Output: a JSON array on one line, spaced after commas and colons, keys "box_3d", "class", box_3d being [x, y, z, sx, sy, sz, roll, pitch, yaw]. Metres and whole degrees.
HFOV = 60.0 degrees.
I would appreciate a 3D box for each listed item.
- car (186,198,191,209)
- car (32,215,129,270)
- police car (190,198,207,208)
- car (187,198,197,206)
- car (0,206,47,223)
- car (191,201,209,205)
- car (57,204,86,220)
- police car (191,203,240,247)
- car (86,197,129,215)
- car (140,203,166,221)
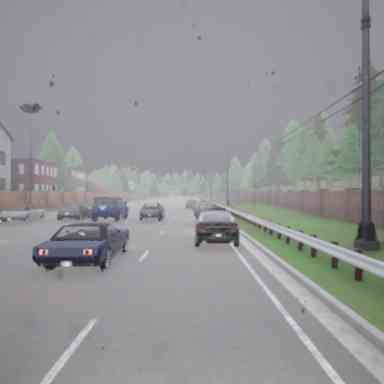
[{"box_3d": [0.022, 1.892, 51.333, 1.994, 1.385, 4.181, 0, 0, 0], "class": "car"}, {"box_3d": [-3.394, 1.674, 11.226, 1.895, 1.301, 4.718, 0, 0, 0], "class": "car"}, {"box_3d": [1.063, 1.628, 31.762, 1.930, 1.638, 5.238, 0, 0, 0], "class": "police car"}, {"box_3d": [0.028, 1.901, 66.392, 1.882, 1.535, 5.008, 0, 0, 0], "class": "car"}, {"box_3d": [-13.890, 1.782, 27.608, 1.895, 1.301, 4.718, 0, 0, 0], "class": "car"}, {"box_3d": [1.060, 1.670, 25.652, 1.837, 1.490, 4.892, 0, 0, 0], "class": "car"}, {"box_3d": [-10.388, 1.757, 29.675, 1.994, 1.385, 4.181, 0, 0, 0], "class": "car"}, {"box_3d": [1.056, 1.526, 15.762, 1.930, 1.638, 5.238, 0, 0, 0], "class": "police car"}, {"box_3d": [-6.888, 1.404, 28.284, 2.150, 2.045, 5.566, 0, 0, 0], "class": "car"}, {"box_3d": [-3.387, 1.679, 29.108, 2.128, 1.511, 4.902, 0, 0, 0], "class": "car"}]
